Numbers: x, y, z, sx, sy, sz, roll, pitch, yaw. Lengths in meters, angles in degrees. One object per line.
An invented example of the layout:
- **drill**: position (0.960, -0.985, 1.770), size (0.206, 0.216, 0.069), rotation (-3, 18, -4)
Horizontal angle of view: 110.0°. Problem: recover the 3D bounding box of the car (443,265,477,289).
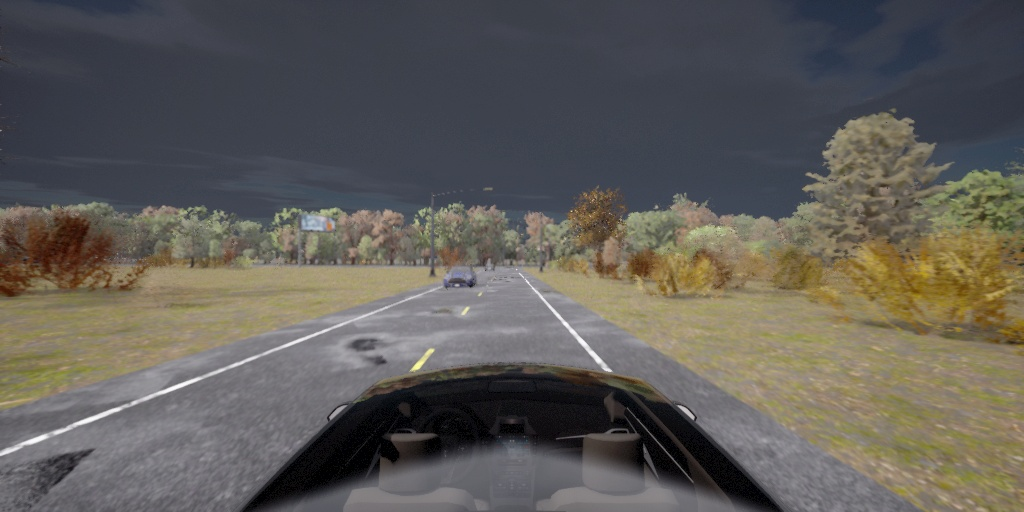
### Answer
- **car**: position (-3.812, 1.474, 27.081), size (2.097, 1.767, 4.553), rotation (0, -1, -1)
